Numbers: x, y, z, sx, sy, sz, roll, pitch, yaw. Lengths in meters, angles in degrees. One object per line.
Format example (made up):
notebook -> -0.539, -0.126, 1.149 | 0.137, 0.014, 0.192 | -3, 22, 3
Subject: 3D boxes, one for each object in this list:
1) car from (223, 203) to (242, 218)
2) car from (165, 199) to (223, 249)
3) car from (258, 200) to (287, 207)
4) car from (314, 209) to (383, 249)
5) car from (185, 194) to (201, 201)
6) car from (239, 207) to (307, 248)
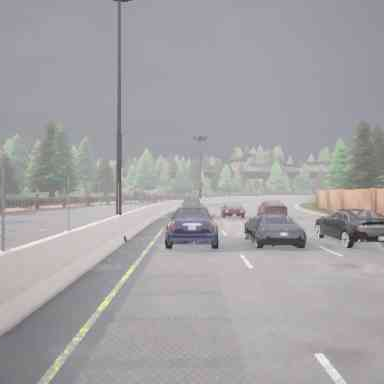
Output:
car -> 3.528, 1.616, 29.467 | 1.895, 1.301, 4.718 | 0, 0, 1
car -> 0.000, 1.366, 14.620 | 2.097, 1.767, 4.553 | 0, 0, 0
car -> 7.026, 1.485, 29.352 | 1.882, 1.535, 5.008 | 0, 0, 1
car -> 7.000, 1.495, 14.650 | 2.128, 1.511, 4.902 | 0, 0, 0
car -> 0.259, 1.316, 81.282 | 2.097, 1.767, 4.553 | 0, 0, 28
car -> 3.500, 1.572, 14.650 | 1.994, 1.385, 4.181 | 0, 0, 0
